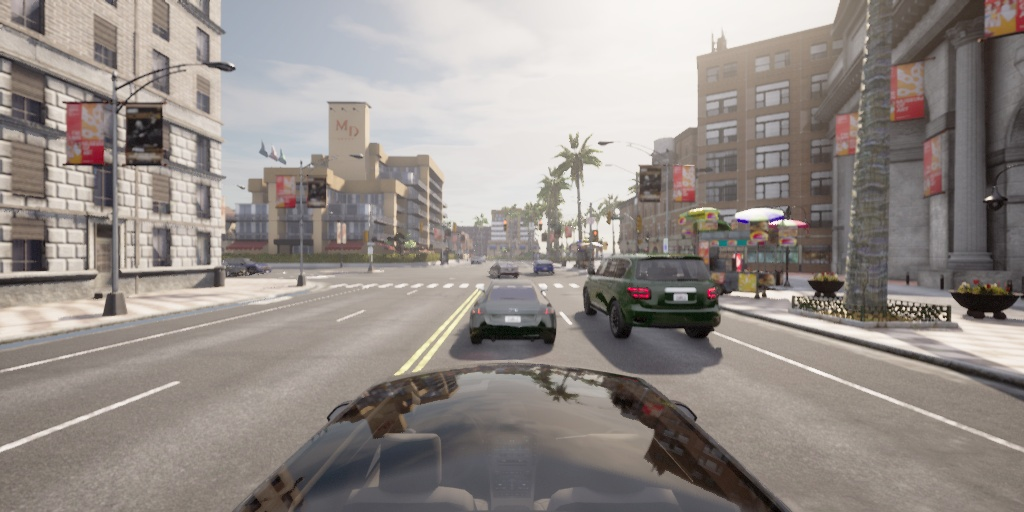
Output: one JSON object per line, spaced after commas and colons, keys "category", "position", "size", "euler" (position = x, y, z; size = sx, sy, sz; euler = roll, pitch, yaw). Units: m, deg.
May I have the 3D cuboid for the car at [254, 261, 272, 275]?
{"category": "car", "position": [-26.758, 1.011, 35.905], "size": [4.553, 1.767, 2.097], "euler": [0, 0, -1]}

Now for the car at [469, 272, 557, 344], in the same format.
{"category": "car", "position": [0.025, 1.293, 9.538], "size": [1.994, 1.385, 4.181], "euler": [0, 0, 0]}

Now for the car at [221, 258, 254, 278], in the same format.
{"category": "car", "position": [-26.670, 1.173, 32.403], "size": [4.892, 1.490, 1.837], "euler": [0, 0, -1]}

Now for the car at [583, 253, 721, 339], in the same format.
{"category": "car", "position": [3.526, 0.949, 10.174], "size": [2.150, 2.045, 5.566], "euler": [0, 0, 0]}

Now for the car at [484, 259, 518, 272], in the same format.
{"category": "car", "position": [-0.838, 1.215, 32.614], "size": [2.033, 1.411, 5.357], "euler": [0, 0, -14]}

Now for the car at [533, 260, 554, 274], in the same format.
{"category": "car", "position": [3.379, 1.128, 38.968], "size": [1.882, 1.535, 5.008], "euler": [0, 0, 0]}
